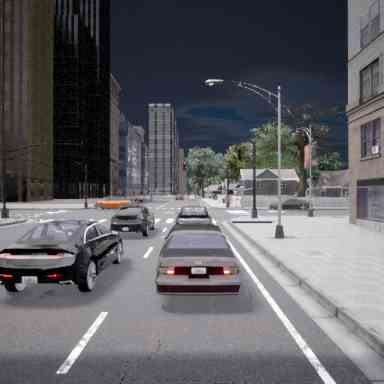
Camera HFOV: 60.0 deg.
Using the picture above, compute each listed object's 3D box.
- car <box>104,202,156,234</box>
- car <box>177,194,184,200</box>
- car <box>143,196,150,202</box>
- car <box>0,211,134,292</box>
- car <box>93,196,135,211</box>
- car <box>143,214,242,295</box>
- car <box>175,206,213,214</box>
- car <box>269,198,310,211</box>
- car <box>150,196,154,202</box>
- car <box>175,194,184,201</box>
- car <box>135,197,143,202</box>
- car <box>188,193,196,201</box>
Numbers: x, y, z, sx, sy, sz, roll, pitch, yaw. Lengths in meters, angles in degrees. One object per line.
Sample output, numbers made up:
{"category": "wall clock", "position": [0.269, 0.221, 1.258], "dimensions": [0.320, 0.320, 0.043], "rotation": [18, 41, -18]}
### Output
{"category": "car", "position": [-3.141, 1.504, 18.149], "dimensions": [1.837, 1.490, 4.892], "rotation": [0, 0, 0]}
{"category": "car", "position": [-3.202, 1.309, 93.991], "dimensions": [1.882, 1.535, 5.008], "rotation": [0, 0, 0]}
{"category": "car", "position": [-9.761, 1.593, 63.152], "dimensions": [1.895, 1.301, 4.718], "rotation": [0, 0, 1]}
{"category": "car", "position": [-3.147, 1.492, 8.889], "dimensions": [2.128, 1.511, 4.902], "rotation": [0, 0, 0]}
{"category": "car", "position": [-9.770, 1.347, 40.944], "dimensions": [4.553, 1.767, 2.097], "rotation": [0, 0, 0]}
{"category": "car", "position": [0.095, 1.545, 8.818], "dimensions": [2.033, 1.411, 5.357], "rotation": [0, 0, -1]}
{"category": "car", "position": [0.107, 1.491, 17.872], "dimensions": [2.128, 1.511, 4.902], "rotation": [0, 0, 0]}
{"category": "car", "position": [11.892, 1.553, 40.777], "dimensions": [4.892, 1.490, 1.837], "rotation": [0, -1, 1]}
{"category": "car", "position": [-9.713, 1.515, 73.264], "dimensions": [1.812, 1.442, 4.674], "rotation": [0, 0, 0]}
{"category": "car", "position": [-3.207, 1.340, 83.957], "dimensions": [2.097, 1.767, 4.553], "rotation": [0, 0, 0]}
{"category": "car", "position": [-9.799, 1.485, 53.832], "dimensions": [2.128, 1.511, 4.902], "rotation": [0, 0, 1]}
{"category": "car", "position": [0.043, 1.509, 83.985], "dimensions": [1.812, 1.442, 4.674], "rotation": [0, 0, 0]}
